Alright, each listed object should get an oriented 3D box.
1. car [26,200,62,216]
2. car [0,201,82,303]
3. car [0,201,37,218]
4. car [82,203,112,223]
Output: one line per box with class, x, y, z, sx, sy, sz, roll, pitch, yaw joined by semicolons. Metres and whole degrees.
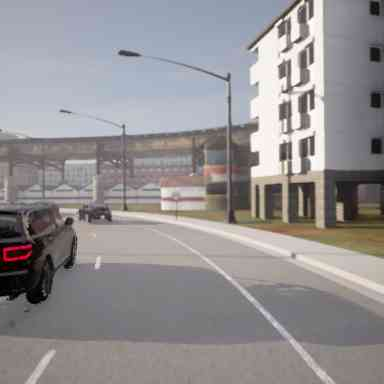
car;-16.463;1.728;36.954;4.892;1.490;1.837;0;0;43
car;-4.353;1.277;8.284;2.150;2.045;5.566;0;0;-10
car;-17.636;1.717;33.383;4.902;1.511;2.128;-1;0;44
car;-7.852;1.627;26.680;1.837;1.490;4.892;0;0;-31
